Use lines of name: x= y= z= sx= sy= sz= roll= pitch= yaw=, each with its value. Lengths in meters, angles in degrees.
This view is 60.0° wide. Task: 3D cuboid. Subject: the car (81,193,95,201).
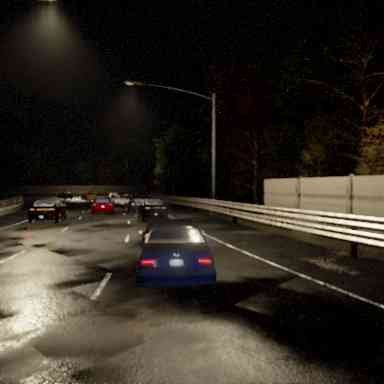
car: x=-19.215 y=0.869 z=61.842 sx=1.882 sy=1.535 sz=5.008 roll=0 pitch=1 yaw=-33

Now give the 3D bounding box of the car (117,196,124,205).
car: x=-9.899 y=1.158 z=44.965 sx=1.895 sy=1.301 sz=4.718 roll=0 pitch=1 yaw=-23

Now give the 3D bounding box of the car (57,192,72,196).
car: x=-28.415 y=0.796 z=74.073 sx=2.128 sy=1.511 sz=4.902 roll=0 pitch=1 yaw=-41

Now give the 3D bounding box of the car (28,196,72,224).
car: x=-9.754 y=1.267 z=22.704 sx=2.128 sy=1.511 sz=4.902 roll=0 pitch=1 yaw=-13

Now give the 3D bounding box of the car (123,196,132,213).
car: x=-5.277 y=1.242 z=32.676 sx=1.994 sy=1.385 sz=4.181 roll=0 pitch=1 yaw=-17

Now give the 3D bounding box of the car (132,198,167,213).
car: x=-2.997 y=1.251 z=24.515 sx=2.128 sy=1.511 sz=4.902 roll=0 pitch=1 yaw=-14

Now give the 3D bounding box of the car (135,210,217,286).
car: x=-0.542 y=1.455 z=9.235 sx=2.033 sy=1.411 sz=5.357 roll=0 pitch=1 yaw=-5

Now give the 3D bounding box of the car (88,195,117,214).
car: x=-8.495 y=1.254 z=31.393 sx=1.994 sy=1.385 sz=4.181 roll=0 pitch=1 yaw=-17
